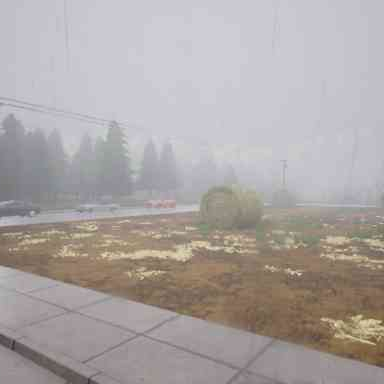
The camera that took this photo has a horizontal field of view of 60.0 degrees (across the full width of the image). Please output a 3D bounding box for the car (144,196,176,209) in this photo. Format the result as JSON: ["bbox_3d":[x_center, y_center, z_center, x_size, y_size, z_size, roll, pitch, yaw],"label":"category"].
[{"bbox_3d":[-4.280,1.370,44.753,2.097,1.767,4.553,0,0,37],"label":"car"}]

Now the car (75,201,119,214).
[{"bbox_3d":[-10.370,1.618,36.557,1.895,1.301,4.718,0,0,37],"label":"car"}]

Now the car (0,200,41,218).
[{"bbox_3d":[-15.847,1.522,29.164,1.837,1.490,4.892,0,0,37],"label":"car"}]
